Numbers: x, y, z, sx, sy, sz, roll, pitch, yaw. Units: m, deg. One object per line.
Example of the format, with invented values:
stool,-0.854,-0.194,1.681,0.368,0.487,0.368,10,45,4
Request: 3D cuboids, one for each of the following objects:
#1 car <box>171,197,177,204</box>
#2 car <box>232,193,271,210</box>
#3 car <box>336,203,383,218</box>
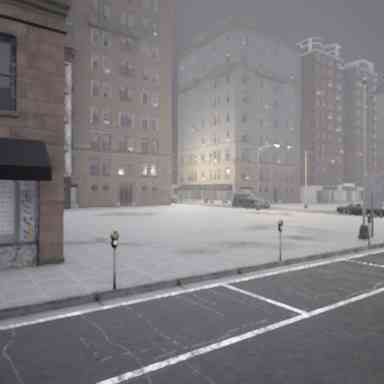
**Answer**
car,-4.509,1.375,59.629,1.882,1.535,5.008,0,0,-35
car,7.468,1.209,42.548,2.150,2.045,5.566,0,0,-35
car,15.957,1.659,30.571,1.895,1.301,4.718,0,0,-35
